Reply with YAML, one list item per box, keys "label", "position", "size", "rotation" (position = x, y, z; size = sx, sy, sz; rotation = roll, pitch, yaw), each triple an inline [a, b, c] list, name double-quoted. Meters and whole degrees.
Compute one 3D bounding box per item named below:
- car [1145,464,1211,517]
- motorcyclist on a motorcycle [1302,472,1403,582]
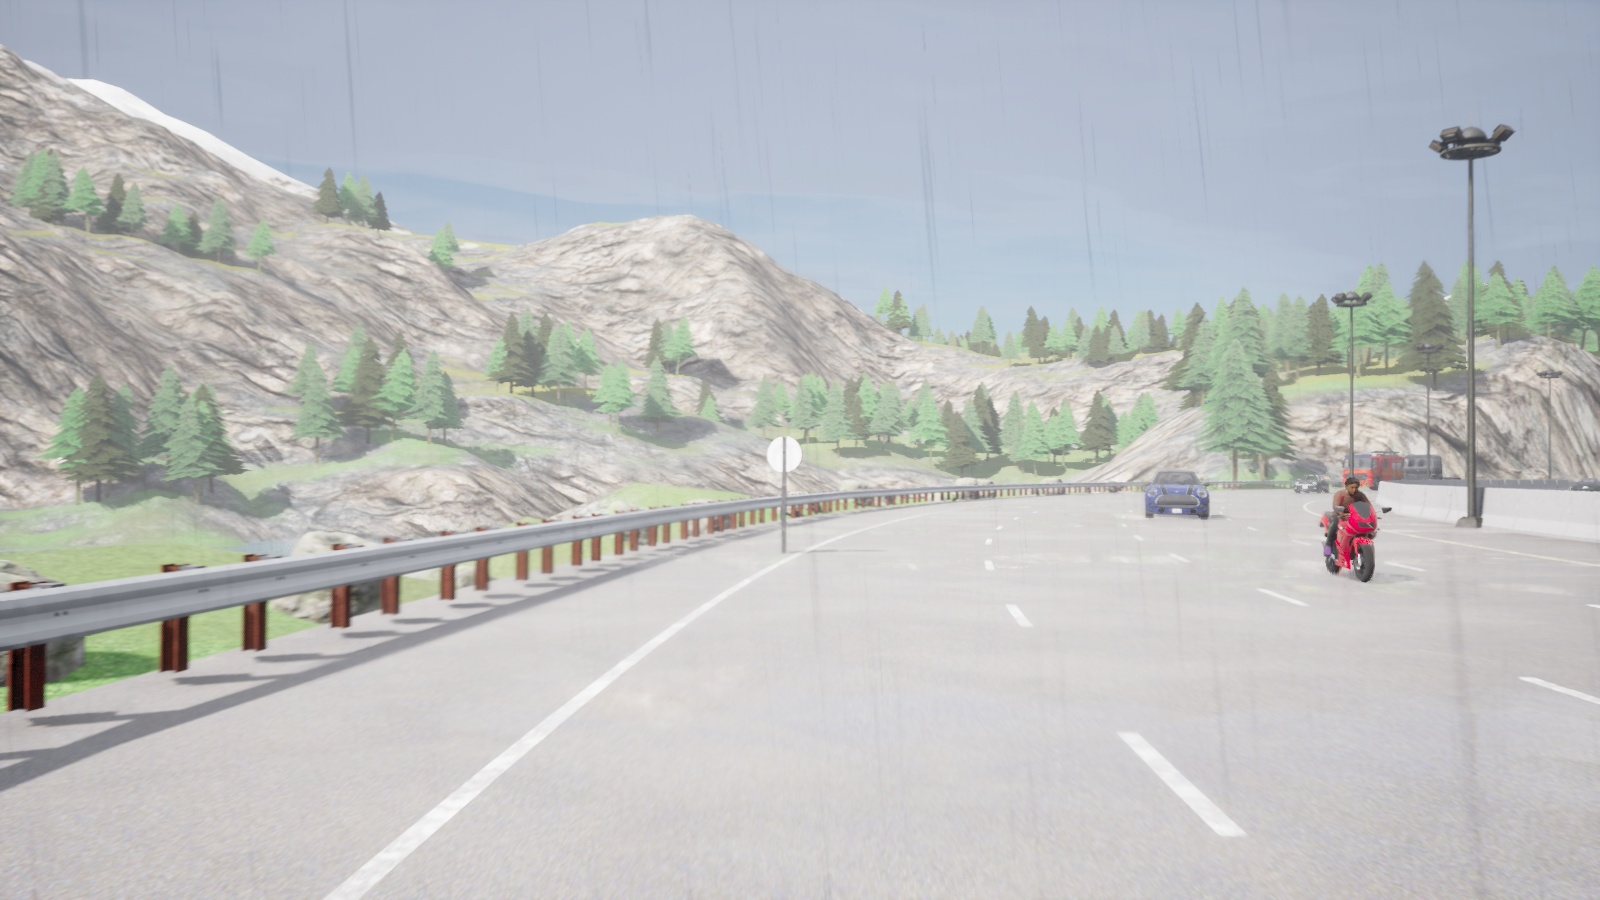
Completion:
- label: "car"
  position: [13.146, 1.380, 43.881]
  size: [2.097, 1.767, 4.553]
  rotation: [0, -1, 16]
- label: "motorcyclist on a motorcycle"
  position: [8.141, 1.091, 18.610]
  size: [0.797, 1.523, 2.044]
  rotation: [1, -1, 7]
